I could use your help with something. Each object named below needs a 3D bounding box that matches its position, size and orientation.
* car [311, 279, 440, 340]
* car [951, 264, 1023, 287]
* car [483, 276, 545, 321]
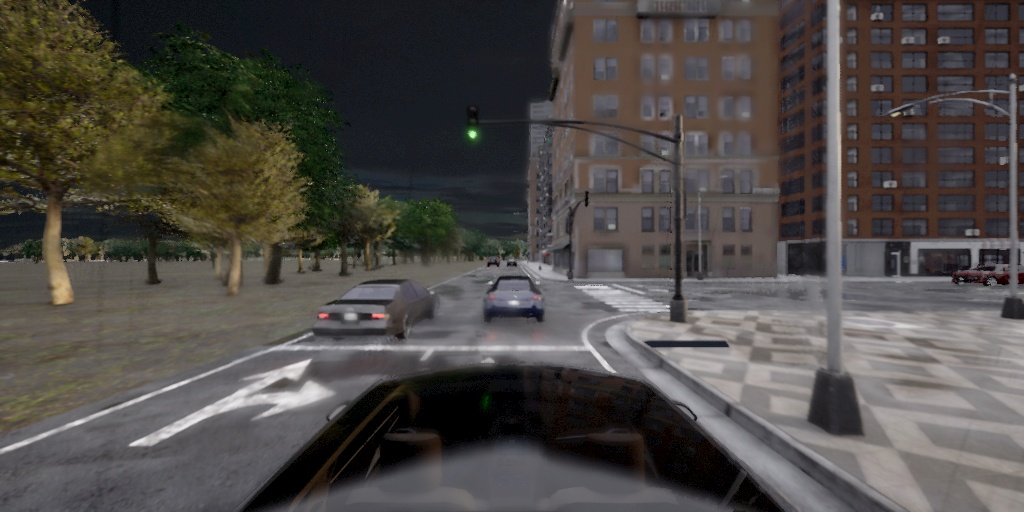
[{"bbox_3d":[-3.437,1.355,10.179,2.033,1.411,5.357,0,0,0],"label":"car"},{"bbox_3d":[33.645,1.322,24.841,5.008,1.535,1.882,0,0,0],"label":"car"},{"bbox_3d":[0.076,1.381,12.752,1.994,1.385,4.181,0,0,0],"label":"car"}]
